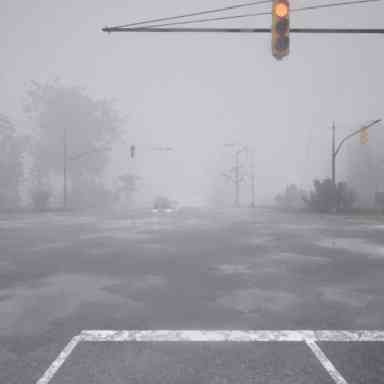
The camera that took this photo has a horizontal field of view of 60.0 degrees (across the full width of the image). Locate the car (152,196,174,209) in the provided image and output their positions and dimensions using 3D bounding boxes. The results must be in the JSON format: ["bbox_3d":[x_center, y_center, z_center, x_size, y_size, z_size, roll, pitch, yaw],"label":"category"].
[{"bbox_3d":[-3.499,1.285,39.380,1.837,1.490,4.892,0,-1,0],"label":"car"}]

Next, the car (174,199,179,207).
[{"bbox_3d":[-3.499,2.055,64.265,1.994,1.385,4.181,0,-2,0],"label":"car"}]
